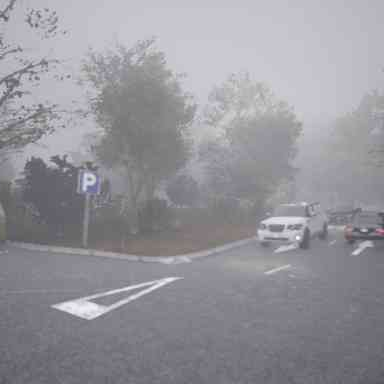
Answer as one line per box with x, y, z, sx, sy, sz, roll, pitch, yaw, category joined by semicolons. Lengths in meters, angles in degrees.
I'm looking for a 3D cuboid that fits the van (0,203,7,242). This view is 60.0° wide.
-9.562;1.364;12.491;1.878;1.987;4.442;-1;-1;35;van

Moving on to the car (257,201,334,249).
5.279;1.558;16.997;2.150;2.045;5.566;-3;-1;35;car

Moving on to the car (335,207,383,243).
9.083;1.716;16.788;2.033;1.411;5.357;-3;-1;36;car

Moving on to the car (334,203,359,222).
12.300;1.651;26.658;1.837;1.490;4.892;-3;0;36;car
